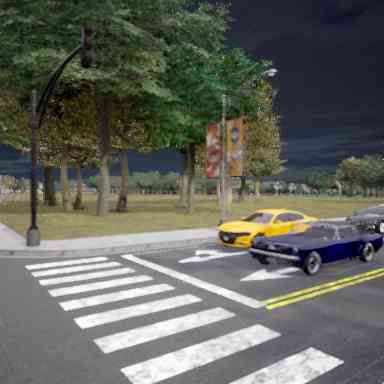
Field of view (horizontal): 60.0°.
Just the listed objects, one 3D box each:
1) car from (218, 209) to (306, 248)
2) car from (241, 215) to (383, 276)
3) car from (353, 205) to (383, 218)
[{"bbox_3d":[3.322,1.489,14.025,5.008,1.535,1.882,0,0,-35],"label":"car"},{"bbox_3d":[4.025,1.611,10.548,4.718,1.301,1.895,0,0,-35],"label":"car"},{"bbox_3d":[10.894,1.529,19.422,4.892,1.490,1.837,0,0,-36],"label":"car"}]
